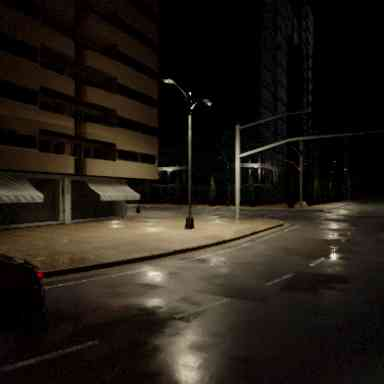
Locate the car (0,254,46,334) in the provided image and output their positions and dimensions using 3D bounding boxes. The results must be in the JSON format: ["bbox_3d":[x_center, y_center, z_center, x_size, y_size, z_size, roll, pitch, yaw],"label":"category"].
[{"bbox_3d":[-4.574,1.574,5.188,4.181,1.385,1.994,0,0,-38],"label":"car"}]
